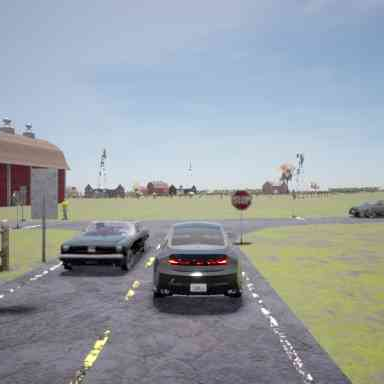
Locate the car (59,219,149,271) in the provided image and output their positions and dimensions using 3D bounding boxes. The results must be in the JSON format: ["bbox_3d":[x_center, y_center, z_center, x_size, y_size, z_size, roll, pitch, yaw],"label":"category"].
[{"bbox_3d":[-2.636,1.602,11.080,1.895,1.301,4.718,0,0,1],"label":"car"}]

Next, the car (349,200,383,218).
[{"bbox_3d":[14.710,1.311,26.303,4.181,1.385,1.994,-1,0,-3],"label":"car"}]

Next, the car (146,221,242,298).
[{"bbox_3d":[0.118,1.506,8.520,1.837,1.490,4.892,0,0,0],"label":"car"}]

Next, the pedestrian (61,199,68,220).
[{"bbox_3d":[-11.139,1.491,29.265,0.375,1.860,0.375,0,0,4],"label":"pedestrian"}]
